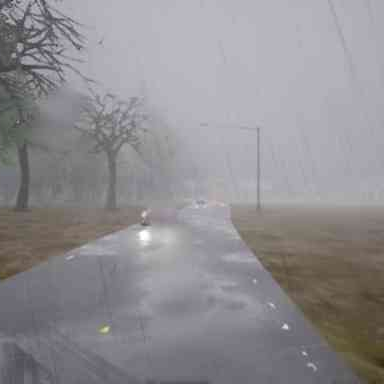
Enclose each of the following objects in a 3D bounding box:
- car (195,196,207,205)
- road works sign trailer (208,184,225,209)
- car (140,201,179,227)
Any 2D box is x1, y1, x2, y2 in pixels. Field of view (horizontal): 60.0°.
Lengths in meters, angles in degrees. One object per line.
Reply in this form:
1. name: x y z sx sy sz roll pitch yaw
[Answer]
1. car: 1.716 1.557 63.861 2.097 1.767 4.553 0 0 4
2. road works sign trailer: 3.563 0.626 48.098 2.380 3.560 2.880 0 0 5
3. car: -2.168 1.432 23.253 2.097 1.767 4.553 0 0 4
